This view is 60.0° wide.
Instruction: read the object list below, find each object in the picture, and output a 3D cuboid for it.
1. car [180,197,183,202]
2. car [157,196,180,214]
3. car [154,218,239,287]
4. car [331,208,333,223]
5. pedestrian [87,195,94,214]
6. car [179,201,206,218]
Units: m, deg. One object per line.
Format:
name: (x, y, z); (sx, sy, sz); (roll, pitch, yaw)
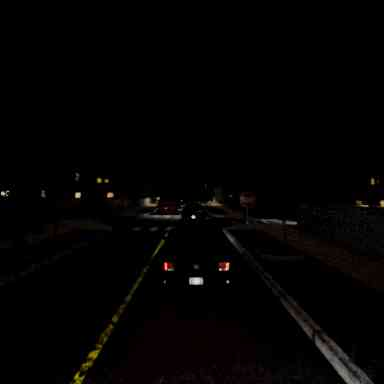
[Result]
car: (-2.843, 1.826, 51.407); (1.837, 1.490, 4.892); (0, 0, 0)
car: (-2.852, 1.452, 39.064); (2.150, 2.045, 5.566); (0, 0, 0)
car: (0.096, 1.649, 9.429); (1.895, 1.301, 4.718); (0, 0, 0)
car: (11.712, 2.038, 28.551); (4.181, 1.385, 1.994); (1, -1, -1)
pedestrian: (-9.632, 1.198, 31.469); (0.375, 1.860, 0.375); (0, -3, 0)
car: (0.123, 1.709, 28.184); (1.837, 1.490, 4.892); (1, -1, 0)
